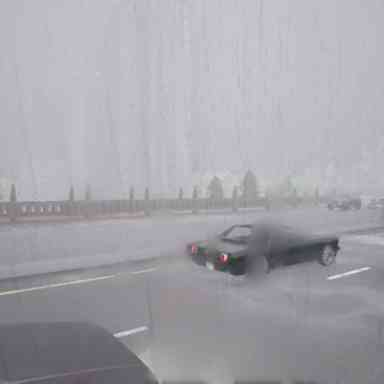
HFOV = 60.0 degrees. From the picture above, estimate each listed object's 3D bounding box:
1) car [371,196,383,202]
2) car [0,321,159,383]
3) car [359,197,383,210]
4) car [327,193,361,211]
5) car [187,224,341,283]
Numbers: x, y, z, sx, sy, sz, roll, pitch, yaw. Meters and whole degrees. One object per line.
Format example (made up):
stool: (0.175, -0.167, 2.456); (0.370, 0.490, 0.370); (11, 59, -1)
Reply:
car: (40.495, 1.528, 72.463); (1.994, 1.385, 4.181); (0, 0, 21)
car: (-2.755, 1.553, 1.784); (5.357, 1.411, 2.033); (0, 0, -36)
car: (17.009, 1.422, 29.295); (4.892, 1.490, 1.837); (0, 0, -38)
car: (18.152, 1.134, 39.351); (5.566, 2.045, 2.150); (-1, 0, -43)
car: (2.267, 1.575, 9.662); (4.718, 1.301, 1.895); (0, 0, -36)
